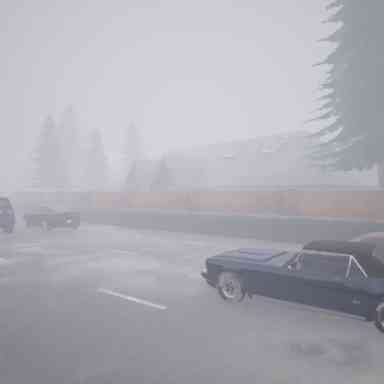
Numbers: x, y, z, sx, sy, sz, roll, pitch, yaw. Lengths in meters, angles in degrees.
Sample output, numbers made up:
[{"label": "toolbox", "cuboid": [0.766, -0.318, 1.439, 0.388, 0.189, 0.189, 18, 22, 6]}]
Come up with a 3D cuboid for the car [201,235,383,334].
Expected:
[{"label": "car", "cuboid": [2.533, 1.620, 6.570, 4.718, 1.301, 1.895, 0, 0, 36]}]

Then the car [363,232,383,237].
[{"label": "car", "cuboid": [6.220, 1.377, 8.257, 4.553, 1.767, 2.097, 0, 0, 36]}]

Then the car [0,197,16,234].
[{"label": "car", "cuboid": [-11.869, 1.269, 18.737, 5.566, 2.045, 2.150, 0, 0, 44]}]

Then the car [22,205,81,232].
[{"label": "car", "cuboid": [-8.828, 1.532, 20.702, 5.008, 1.535, 1.882, 0, 0, 43]}]
